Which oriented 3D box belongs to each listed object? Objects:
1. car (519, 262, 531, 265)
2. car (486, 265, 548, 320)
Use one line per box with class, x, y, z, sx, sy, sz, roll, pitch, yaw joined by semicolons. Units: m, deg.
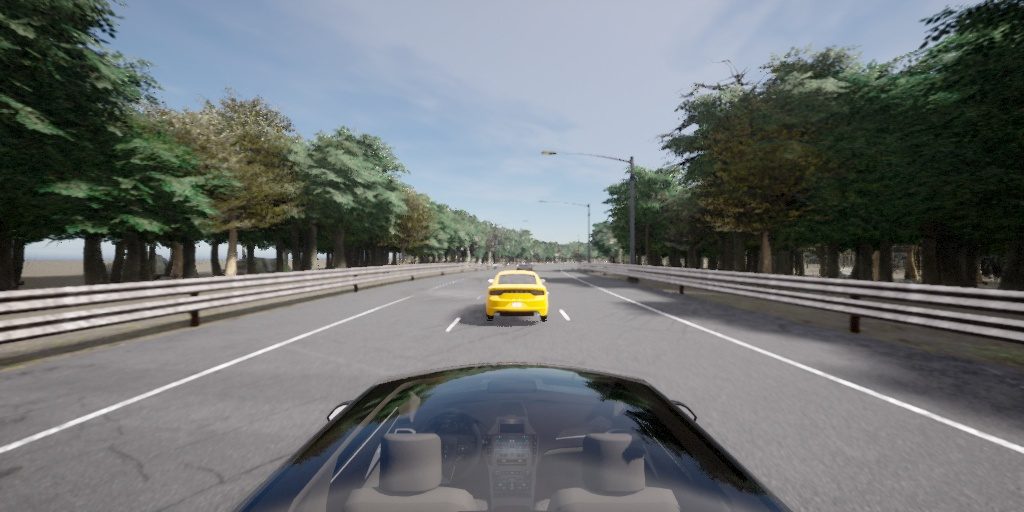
car;1.662;1.533;44.289;2.128;1.511;4.902;0;-1;4
car;0.179;1.249;12.697;1.882;1.535;5.008;0;0;1
